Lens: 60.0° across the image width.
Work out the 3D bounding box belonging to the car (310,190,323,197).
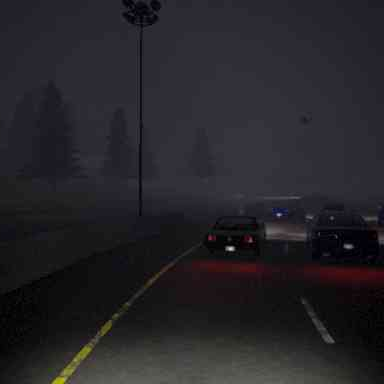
[{"bbox_3d":[27.396,0.331,73.176,1.837,1.490,4.892,0,2,35],"label":"car"}]

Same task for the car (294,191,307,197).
[{"bbox_3d":[24.513,0.389,75.161,1.994,1.385,4.181,0,2,35],"label":"car"}]

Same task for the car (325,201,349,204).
[{"bbox_3d":[10.303,1.411,23.514,1.837,1.490,4.892,0,0,32],"label":"car"}]

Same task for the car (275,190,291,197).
[{"bbox_3d":[21.629,0.367,77.143,1.812,1.442,4.674,0,2,35],"label":"car"}]

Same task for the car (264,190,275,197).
[{"bbox_3d":[18.745,0.372,79.126,1.812,1.442,4.674,0,2,35],"label":"car"}]

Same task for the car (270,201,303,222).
[{"bbox_3d":[7.328,1.436,25.360,1.812,1.442,4.674,0,0,32],"label":"car"}]

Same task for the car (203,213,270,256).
[{"bbox_3d":[1.875,1.563,13.045,1.895,1.301,4.718,0,0,16],"label":"car"}]

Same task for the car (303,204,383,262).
[{"bbox_3d":[5.232,1.426,12.056,1.882,1.535,5.008,0,0,16],"label":"car"}]

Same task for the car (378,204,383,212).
[{"bbox_3d":[13.276,1.374,21.668,1.882,1.535,5.008,0,0,32],"label":"car"}]
